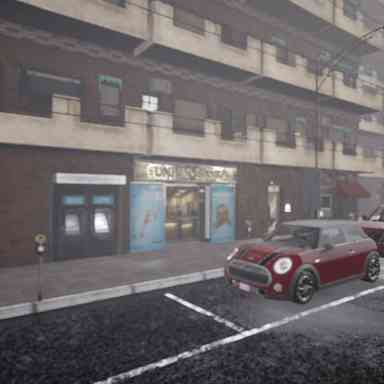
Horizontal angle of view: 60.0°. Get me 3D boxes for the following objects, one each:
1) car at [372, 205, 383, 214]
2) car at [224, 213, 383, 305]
[{"bbox_3d":[7.221,1.303,11.238,5.009,1.841,2.192,0,0,-35],"label":"car"},{"bbox_3d":[2.713,1.432,8.025,4.097,1.590,1.967,0,0,-35],"label":"car"}]
